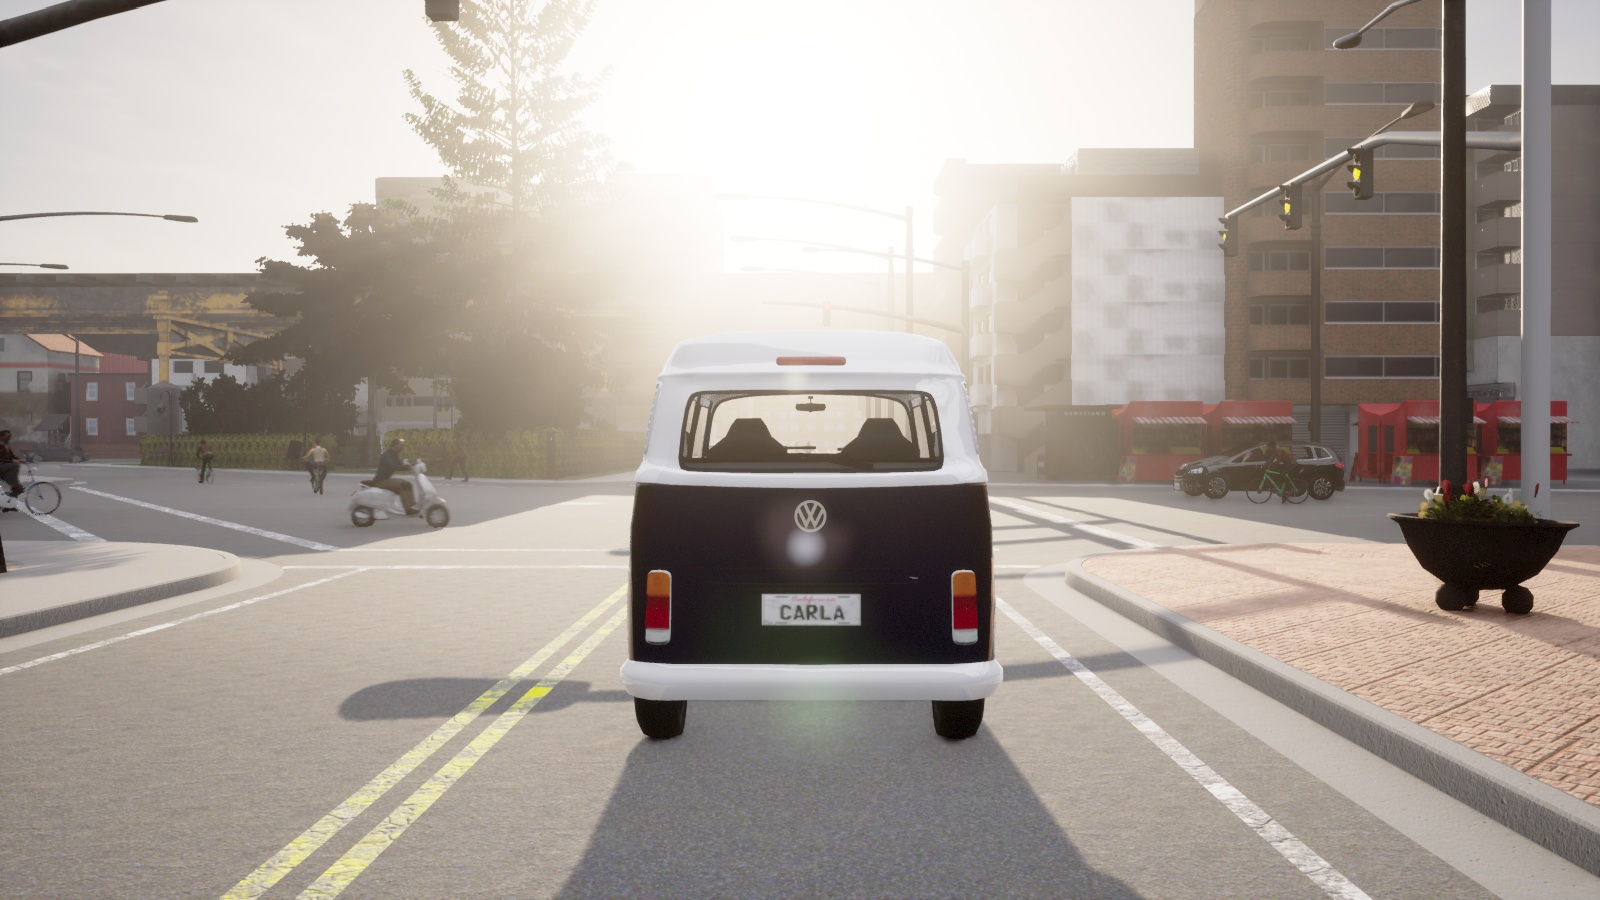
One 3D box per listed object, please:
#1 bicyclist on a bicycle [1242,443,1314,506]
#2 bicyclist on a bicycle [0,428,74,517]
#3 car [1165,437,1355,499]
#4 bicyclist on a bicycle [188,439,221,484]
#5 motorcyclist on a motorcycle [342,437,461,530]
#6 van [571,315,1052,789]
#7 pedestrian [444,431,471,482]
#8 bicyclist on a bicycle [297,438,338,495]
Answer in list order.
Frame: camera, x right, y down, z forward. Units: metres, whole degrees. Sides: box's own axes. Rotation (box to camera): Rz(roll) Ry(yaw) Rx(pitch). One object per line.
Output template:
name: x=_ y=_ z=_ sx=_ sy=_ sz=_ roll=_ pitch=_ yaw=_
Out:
bicyclist on a bicycle: x=12.392 y=0.626 z=32.583 sx=1.656 sy=1.620 sz=0.582 roll=0 pitch=0 yaw=0
bicyclist on a bicycle: x=-15.903 y=0.453 z=25.583 sx=1.843 sy=1.776 sz=0.659 roll=0 pitch=0 yaw=-2
car: x=13.121 y=0.503 z=36.080 sx=4.611 sy=1.667 sz=2.242 roll=1 pitch=0 yaw=0
bicyclist on a bicycle: x=-21.781 y=0.420 z=45.898 sx=0.582 sy=1.620 sz=1.656 roll=0 pitch=0 yaw=-44
motorcyclist on a motorcycle: x=-6.978 y=0.573 z=22.056 sx=1.817 sy=1.590 sz=0.866 roll=0 pitch=0 yaw=0
van: x=0.066 y=0.427 z=7.651 sx=2.069 sy=2.038 sz=4.480 roll=0 pitch=0 yaw=0
pedestrian: x=-12.229 y=0.223 z=44.822 sx=0.869 sy=1.805 sz=0.328 roll=0 pitch=0 yaw=-6
bicyclist on a bicycle: x=-14.009 y=0.458 z=36.426 sx=0.866 sy=1.612 sz=1.509 roll=-1 pitch=1 yaw=-31
